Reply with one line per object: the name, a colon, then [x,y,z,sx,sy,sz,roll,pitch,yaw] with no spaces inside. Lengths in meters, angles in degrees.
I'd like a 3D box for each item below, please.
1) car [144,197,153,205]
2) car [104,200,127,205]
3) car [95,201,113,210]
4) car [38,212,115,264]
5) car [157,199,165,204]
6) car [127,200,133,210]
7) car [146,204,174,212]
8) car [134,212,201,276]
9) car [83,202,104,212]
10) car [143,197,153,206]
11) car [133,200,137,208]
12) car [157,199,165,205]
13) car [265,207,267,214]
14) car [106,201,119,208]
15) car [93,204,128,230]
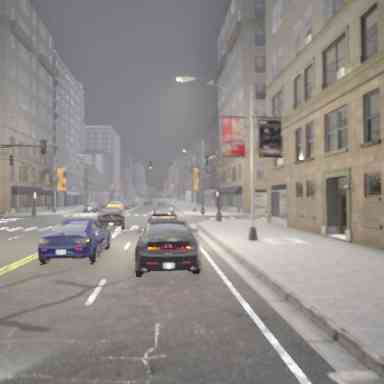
car: [-11.512,2.410,88.780,2.150,2.045,5.566,0,-1,-5]
car: [-11.051,2.149,48.256,1.882,1.535,5.008,0,-1,-5]
car: [-15.162,2.356,57.532,2.033,1.411,5.357,0,-1,-5]
car: [-4.226,1.705,12.474,1.812,1.442,4.674,0,-1,-5]
car: [-7.336,2.640,79.102,1.895,1.301,4.718,0,-1,-5]
car: [-11.888,2.145,57.483,2.097,1.767,4.553,0,-1,-6]
car: [-1.950,1.790,22.529,2.128,1.511,4.902,0,-1,-5]
car: [-0.813,1.649,10.873,1.837,1.490,4.892,0,-1,-5]
car: [-14.326,2.172,47.823,2.128,1.511,4.902,0,-1,-8]
car: [-10.545,2.552,78.504,1.837,1.490,4.892,0,-1,-5]
car: [-12.748,2.482,67.234,1.994,1.385,4.181,0,-1,-5]
car: [-8.273,2.651,89.052,1.882,1.535,5.008,0,-1,-5]
car: [10.578,1.683,35.247,5.566,2.045,2.150,0,-1,-5]
car: [-16.039,2.534,67.520,1.895,1.301,4.718,0,-1,-5]
car: [-5.843,1.837,23.754,1.837,1.490,4.892,0,-1,-15]
